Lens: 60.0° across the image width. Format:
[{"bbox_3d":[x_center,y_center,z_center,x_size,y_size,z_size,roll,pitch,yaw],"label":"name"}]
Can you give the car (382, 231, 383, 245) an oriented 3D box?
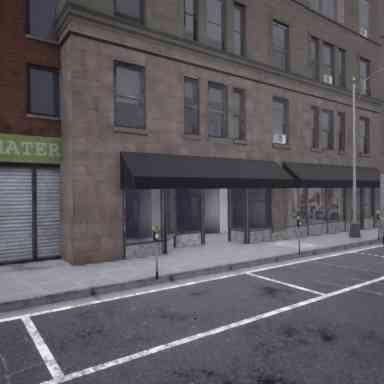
[{"bbox_3d":[9.271,1.540,13.189,4.507,1.381,1.887,0,-1,-36],"label":"car"}]
